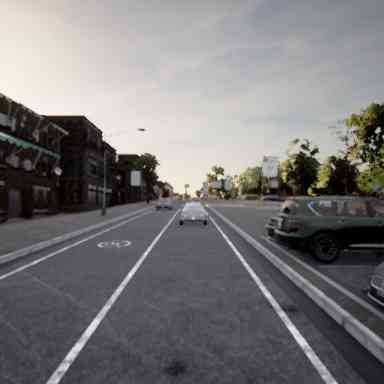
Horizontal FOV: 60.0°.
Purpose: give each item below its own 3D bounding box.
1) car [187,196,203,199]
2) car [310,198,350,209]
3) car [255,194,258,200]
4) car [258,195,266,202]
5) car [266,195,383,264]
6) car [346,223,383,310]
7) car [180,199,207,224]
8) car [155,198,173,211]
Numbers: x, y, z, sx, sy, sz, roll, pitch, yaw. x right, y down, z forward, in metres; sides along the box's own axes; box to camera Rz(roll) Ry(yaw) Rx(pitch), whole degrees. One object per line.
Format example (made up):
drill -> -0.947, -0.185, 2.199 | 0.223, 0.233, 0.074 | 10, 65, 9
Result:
car -> 0.094, 1.370, 40.838 | 2.097, 1.767, 4.553 | 0, 0, 0
car -> 18.692, 1.528, 45.228 | 4.674, 1.452, 2.002 | 0, 0, 0
car -> 18.675, 1.636, 82.432 | 4.674, 1.452, 2.002 | 0, 0, 0
car -> 18.746, 1.459, 79.263 | 4.553, 1.767, 2.185 | 0, 0, 0
car -> 5.623, 1.165, 11.185 | 5.566, 2.045, 2.435 | 0, 0, 0
car -> 5.599, 1.435, 5.581 | 4.892, 1.521, 2.231 | 0, 0, 0
car -> 0.093, 1.492, 23.979 | 1.812, 1.442, 4.674 | 0, 0, 0
car -> -3.348, 1.524, 40.693 | 1.837, 1.490, 4.892 | 0, 0, 0
